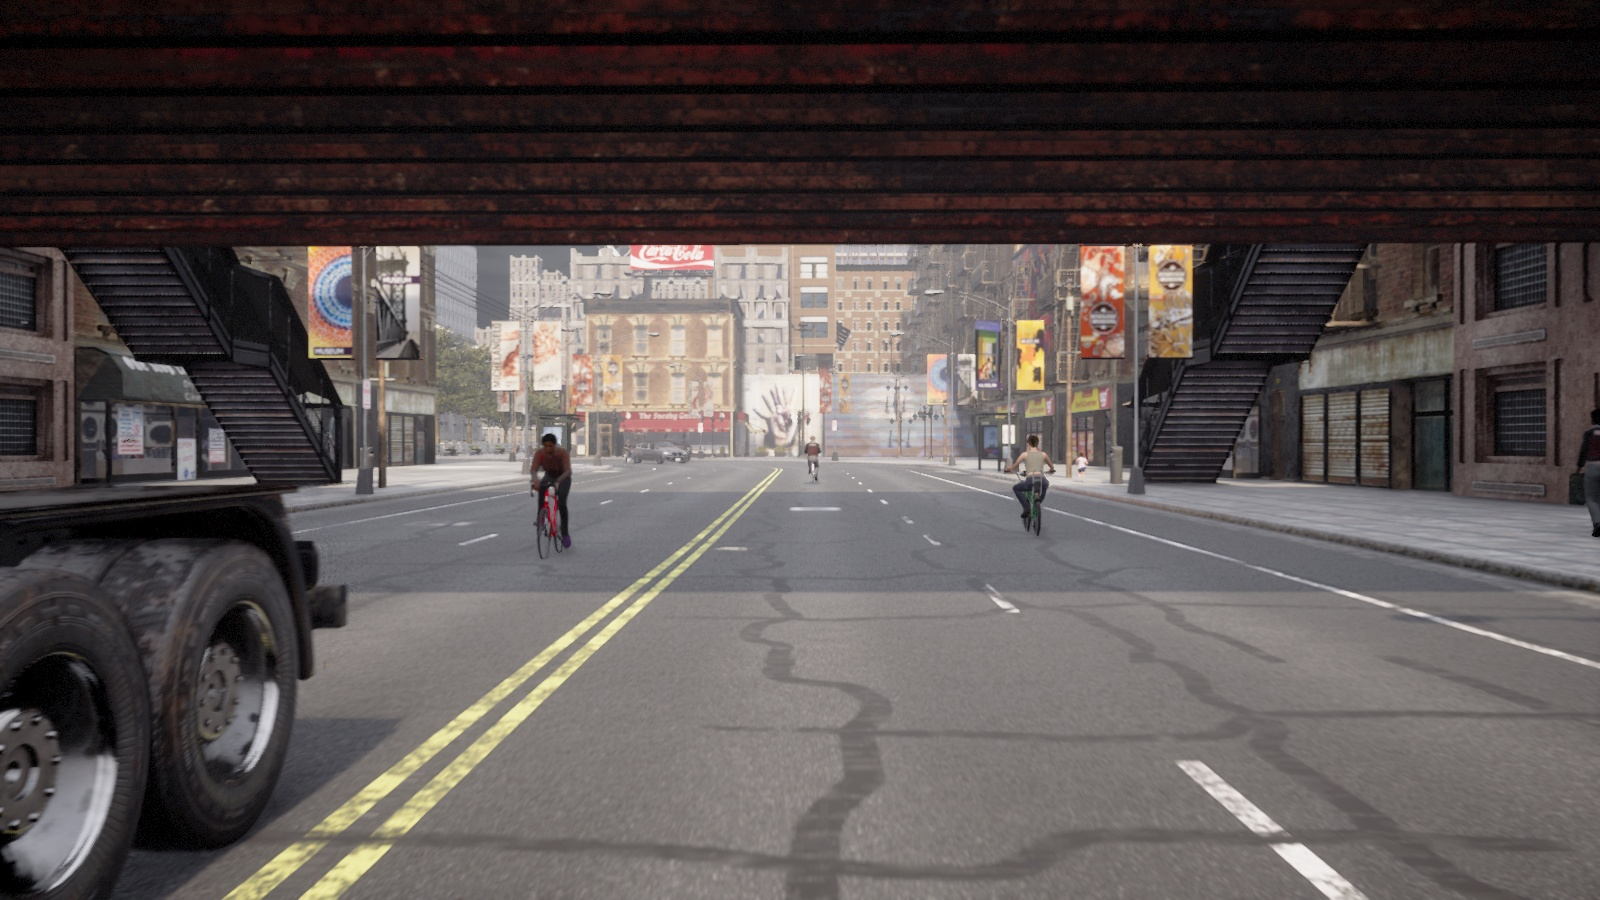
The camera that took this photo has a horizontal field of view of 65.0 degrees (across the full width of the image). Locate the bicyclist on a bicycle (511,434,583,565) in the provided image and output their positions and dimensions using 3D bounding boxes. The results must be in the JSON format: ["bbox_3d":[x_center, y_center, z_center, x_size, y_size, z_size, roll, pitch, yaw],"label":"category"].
[{"bbox_3d":[-3.275,0.604,16.397,0.582,1.620,1.656,0,1,1],"label":"bicyclist on a bicycle"}]

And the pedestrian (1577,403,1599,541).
[{"bbox_3d":[11.410,0.312,17.861,0.402,1.930,0.666,0,0,12],"label":"pedestrian"}]

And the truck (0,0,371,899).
[{"bbox_3d":[-3.471,-0.249,1.863,2.891,3.462,7.936,0,0,1],"label":"truck"}]

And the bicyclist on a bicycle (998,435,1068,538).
[{"bbox_3d":[3.777,0.571,20.463,0.866,1.612,1.509,0,0,1],"label":"bicyclist on a bicycle"}]

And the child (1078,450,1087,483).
[{"bbox_3d":[9.505,0.553,42.308,0.255,1.110,0.394,0,0,6],"label":"child"}]

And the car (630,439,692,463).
[{"bbox_3d":[-9.934,0.078,89.594,2.242,1.667,4.611,0,0,-39],"label":"car"}]
